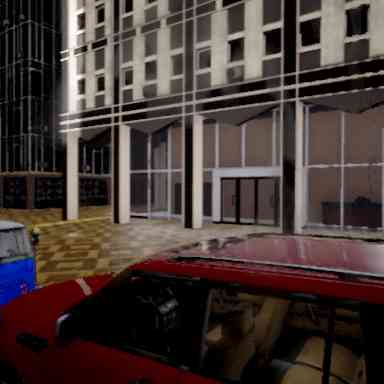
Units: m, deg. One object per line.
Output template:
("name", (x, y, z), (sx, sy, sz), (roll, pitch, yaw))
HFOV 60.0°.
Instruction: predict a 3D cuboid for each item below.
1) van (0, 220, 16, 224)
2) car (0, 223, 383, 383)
("van", (-4.440, 1.309, 5.679), (3.998, 1.788, 1.690), (0, 1, 33))
("car", (0.353, 1.290, 2.624), (5.009, 1.841, 2.192), (0, 1, 33))
